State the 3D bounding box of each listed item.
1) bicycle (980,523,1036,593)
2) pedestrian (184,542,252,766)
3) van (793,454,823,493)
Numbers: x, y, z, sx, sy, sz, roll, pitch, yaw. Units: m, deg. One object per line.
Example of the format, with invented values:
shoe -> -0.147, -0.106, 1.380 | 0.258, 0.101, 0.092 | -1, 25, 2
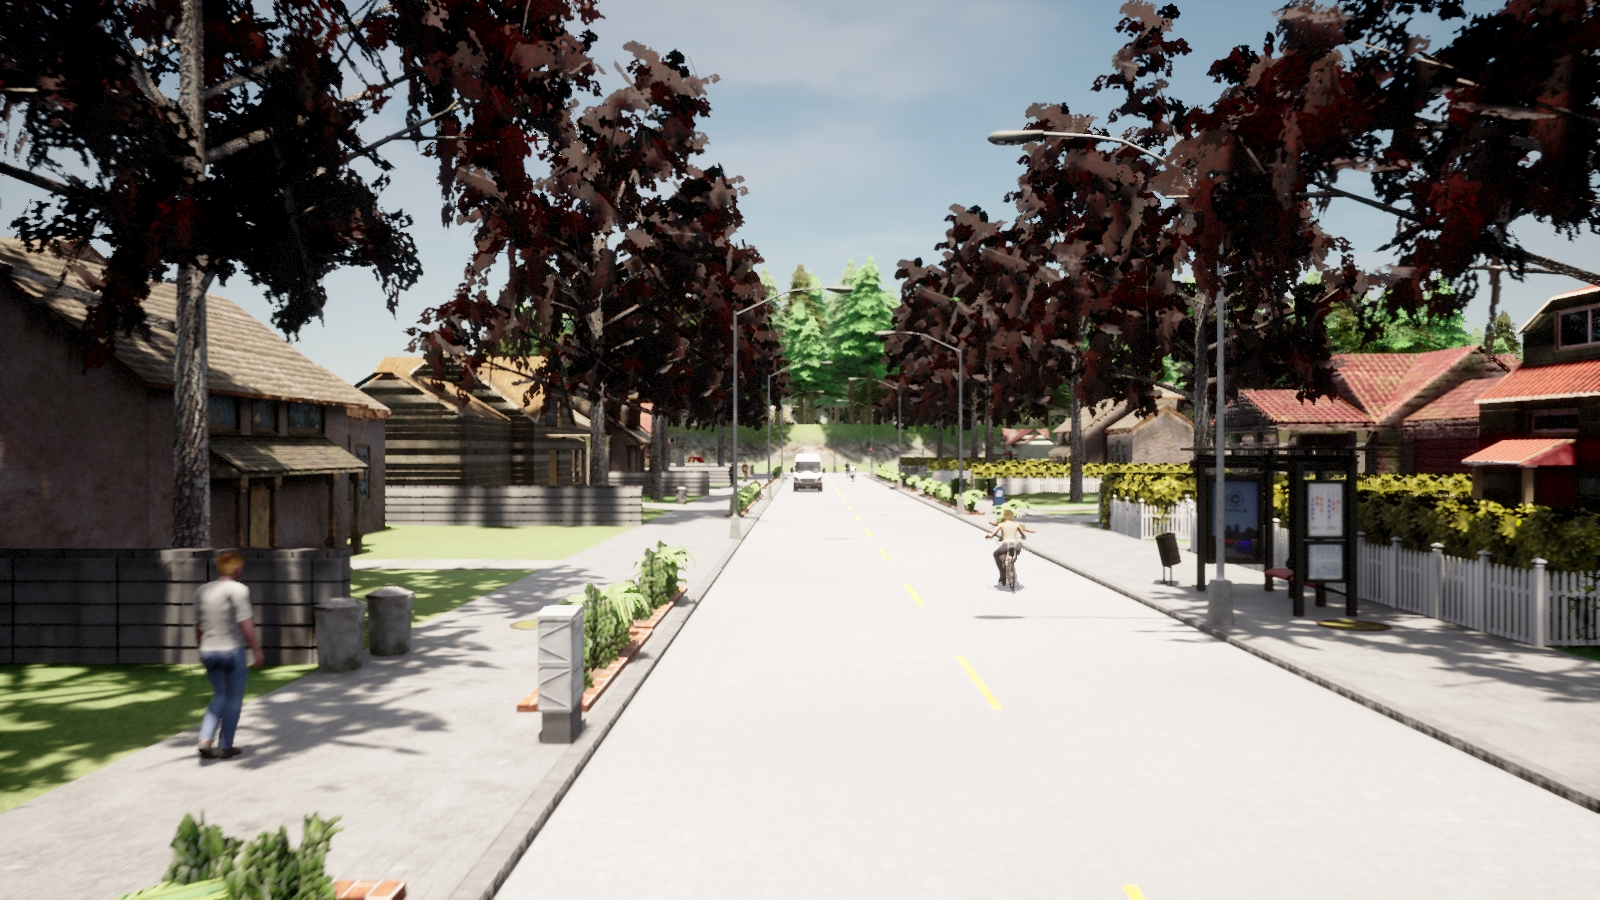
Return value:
bicycle -> 4.190, 2.158, 23.087 | 0.859, 1.276, 1.487 | 0, 0, 0
pedestrian -> -5.035, 1.743, 9.890 | 0.375, 1.860, 0.375 | 0, 0, 9
van -> 0.536, 1.536, 77.058 | 1.988, 2.561, 5.915 | 0, 0, 1
